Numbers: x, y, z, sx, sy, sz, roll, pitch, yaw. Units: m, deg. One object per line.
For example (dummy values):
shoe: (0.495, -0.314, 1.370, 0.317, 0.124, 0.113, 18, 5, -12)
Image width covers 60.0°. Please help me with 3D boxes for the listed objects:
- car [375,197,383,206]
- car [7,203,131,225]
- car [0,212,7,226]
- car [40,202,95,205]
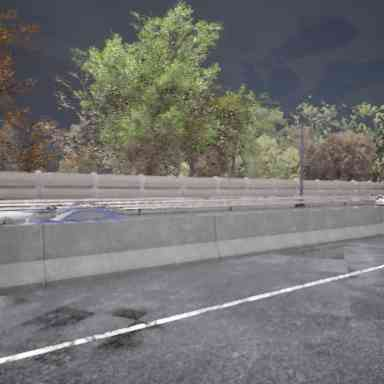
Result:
car: (24.738, 1.170, 41.456, 4.674, 1.442, 1.812, 0, 1, -33)
car: (-4.648, 1.367, 13.494, 4.674, 1.442, 1.812, 0, 1, -34)
car: (-8.993, 1.372, 19.011, 4.718, 1.301, 1.895, 0, 1, -34)
car: (-5.754, 1.294, 16.961, 4.902, 1.511, 2.128, 0, 1, -34)
